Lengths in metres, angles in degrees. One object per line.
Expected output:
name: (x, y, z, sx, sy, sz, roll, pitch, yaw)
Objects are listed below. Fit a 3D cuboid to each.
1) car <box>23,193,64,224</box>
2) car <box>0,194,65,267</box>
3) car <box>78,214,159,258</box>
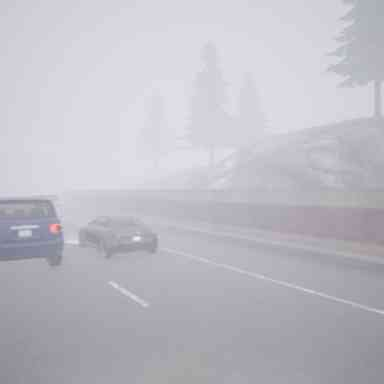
car: (-11.653, 1.138, 25.867, 2.150, 2.045, 5.566, 0, 0, -32)
car: (-5.686, 1.176, 10.639, 2.150, 2.045, 5.566, 0, -1, -34)
car: (-2.935, 1.530, 12.814, 1.994, 1.385, 4.181, 0, 0, -34)
